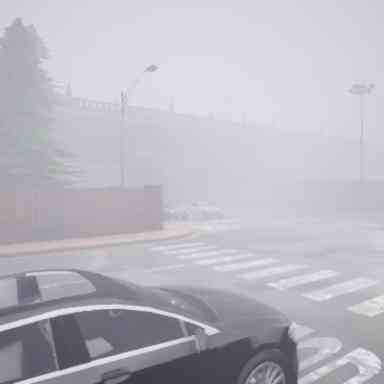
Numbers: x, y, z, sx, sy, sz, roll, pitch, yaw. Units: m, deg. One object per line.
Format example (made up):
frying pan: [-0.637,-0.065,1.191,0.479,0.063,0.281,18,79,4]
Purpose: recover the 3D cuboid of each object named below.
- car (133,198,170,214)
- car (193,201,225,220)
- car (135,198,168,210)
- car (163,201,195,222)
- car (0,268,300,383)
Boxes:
car: [-4.553,1.461,36.370,1.882,1.535,5.008,0,0,-35]
car: [0.834,1.510,28.749,1.812,1.442,4.674,0,0,-36]
car: [-5.393,1.515,44.003,2.033,1.411,5.357,0,0,-35]
car: [-2.132,1.599,26.848,1.895,1.301,4.718,0,0,-35]
car: [-1.055,1.488,2.935,4.902,1.511,2.128,0,0,-36]
